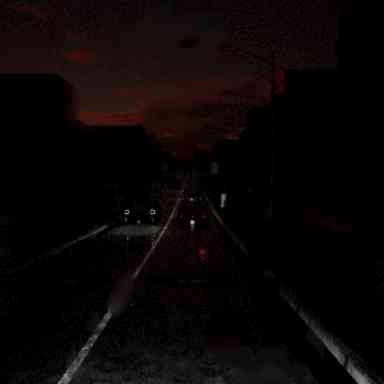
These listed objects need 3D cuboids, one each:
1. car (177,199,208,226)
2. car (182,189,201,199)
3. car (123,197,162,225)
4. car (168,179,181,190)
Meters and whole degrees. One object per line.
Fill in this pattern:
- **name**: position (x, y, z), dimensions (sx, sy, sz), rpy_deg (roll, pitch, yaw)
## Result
- **car**: position (0.024, 1.402, 21.776), dimensions (1.895, 1.301, 4.718), rpy_deg (0, 2, 0)
- **car**: position (-0.044, 0.375, 39.594), dimensions (1.837, 1.490, 4.892), rpy_deg (0, 4, 0)
- **car**: position (-3.180, 1.146, 22.098), dimensions (2.097, 1.767, 4.553), rpy_deg (0, 2, 0)
- **car**: position (-3.252, -1.502, 63.261), dimensions (2.150, 2.045, 5.566), rpy_deg (0, 4, 0)
